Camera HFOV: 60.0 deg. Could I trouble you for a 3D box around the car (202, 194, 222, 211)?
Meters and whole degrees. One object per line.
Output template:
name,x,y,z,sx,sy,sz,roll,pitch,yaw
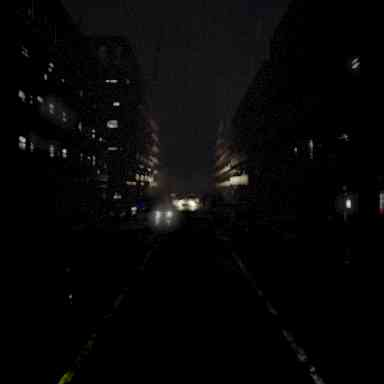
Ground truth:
car,2.662,1.177,39.195,2.192,1.841,5.009,-1,0,0

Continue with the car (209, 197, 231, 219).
car,2.669,1.426,28.162,1.752,1.417,4.829,-1,0,0

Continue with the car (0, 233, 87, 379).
car,-3.090,1.548,4.355,1.994,1.385,4.181,0,0,0

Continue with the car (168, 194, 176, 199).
car,-5.737,1.223,95.241,2.008,1.369,4.403,-1,0,0

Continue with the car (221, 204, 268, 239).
car,2.674,1.522,16.788,1.802,1.307,4.206,-1,0,0

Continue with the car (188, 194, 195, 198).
car,-0.036,1.090,92.858,1.895,1.301,4.718,0,0,0

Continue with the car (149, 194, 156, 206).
car,-5.710,1.158,44.822,2.192,1.841,5.009,-1,0,0

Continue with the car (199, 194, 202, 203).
car,2.657,1.139,50.399,2.192,1.841,5.009,-1,0,0

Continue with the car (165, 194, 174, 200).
car,-5.732,1.261,84.038,2.008,1.369,4.403,-1,0,0

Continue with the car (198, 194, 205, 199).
car,2.645,1.215,89.784,1.752,1.417,4.829,-1,0,0

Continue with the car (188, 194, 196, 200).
car,-0.029,1.167,78.398,1.994,1.385,4.181,0,0,0

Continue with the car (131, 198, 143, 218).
car,-5.678,1.452,28.017,2.008,1.369,4.403,-1,0,0

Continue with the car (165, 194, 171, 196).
car,-5.726,1.349,67.231,1.802,1.307,4.206,-1,0,0

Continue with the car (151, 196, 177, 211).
car,-3.108,1.433,37.409,1.994,1.385,4.181,0,0,0

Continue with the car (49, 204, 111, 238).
car,-5.673,1.523,16.813,1.802,1.307,4.206,-1,0,0

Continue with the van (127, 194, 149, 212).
van,-5.683,1.223,33.618,1.690,1.788,3.998,-1,0,0

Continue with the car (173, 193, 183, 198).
car,-3.030,0.956,78.487,1.837,1.490,4.892,0,0,0

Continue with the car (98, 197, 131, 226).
car,-5.677,1.361,22.415,1.967,1.590,4.097,-1,0,0

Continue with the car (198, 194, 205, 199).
car,2.643,1.237,95.216,1.947,1.339,4.313,-1,0,0

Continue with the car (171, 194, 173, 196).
car,-5.728,1.330,72.833,1.802,1.307,4.206,-1,0,0
